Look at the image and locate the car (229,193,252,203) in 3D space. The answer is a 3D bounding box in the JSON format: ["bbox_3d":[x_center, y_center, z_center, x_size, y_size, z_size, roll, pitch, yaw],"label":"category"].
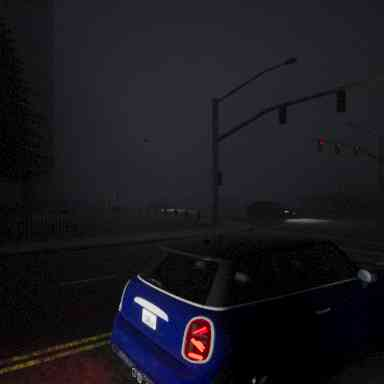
[{"bbox_3d":[11.429,1.386,78.321,1.970,1.475,3.806,0,0,-36],"label":"car"}]

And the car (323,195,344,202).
[{"bbox_3d":[31.599,1.352,74.179,1.784,1.438,3.905,0,0,-36],"label":"car"}]

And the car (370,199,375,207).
[{"bbox_3d":[23.422,1.149,46.878,1.905,1.878,3.866,0,0,-36],"label":"car"}]

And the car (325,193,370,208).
[{"bbox_3d":[21.033,1.146,45.243,1.932,1.855,4.605,0,0,-36],"label":"car"}]

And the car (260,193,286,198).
[{"bbox_3d":[15.492,1.387,62.674,1.970,1.475,3.806,0,0,-36],"label":"car"}]

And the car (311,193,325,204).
[{"bbox_3d":[29.203,1.142,72.551,1.932,1.855,4.605,0,0,-36],"label":"car"}]

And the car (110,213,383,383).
[{"bbox_3d":[1.288,1.351,4.718,4.553,1.767,2.097,0,0,-35],"label":"car"}]

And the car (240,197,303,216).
[{"bbox_3d":[6.816,1.501,28.959,1.837,1.490,4.892,0,0,-38],"label":"car"}]

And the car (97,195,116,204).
[{"bbox_3d":[-15.454,1.378,59.984,2.097,1.767,4.553,0,0,-36],"label":"car"}]

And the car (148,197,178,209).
[{"bbox_3d":[-4.102,1.560,44.000,1.994,1.385,4.181,0,0,-36],"label":"car"}]

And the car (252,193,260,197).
[{"bbox_3d":[13.787,1.354,80.000,1.784,1.438,3.905,0,0,-36],"label":"car"}]
